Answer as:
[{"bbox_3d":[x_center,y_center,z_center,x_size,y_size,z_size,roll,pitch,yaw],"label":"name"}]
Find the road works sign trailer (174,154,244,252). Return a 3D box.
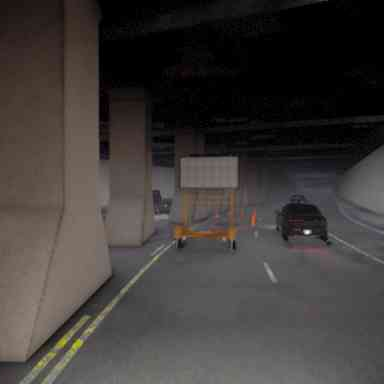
[{"bbox_3d":[0.699,0.294,13.275,2.380,3.560,2.880,0,1,12],"label":"road works sign trailer"}]

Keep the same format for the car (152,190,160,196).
[{"bbox_3d":[-4.879,0.800,33.129,2.150,2.045,5.566,0,1,19],"label":"car"}]

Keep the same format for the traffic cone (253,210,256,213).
[{"bbox_3d":[4.018,1.676,21.790,0.340,0.580,0.340,0,1,12],"label":"traffic cone"}]

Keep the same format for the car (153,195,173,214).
[{"bbox_3d":[-2.202,1.217,30.156,1.895,1.301,4.718,0,1,19],"label":"car"}]

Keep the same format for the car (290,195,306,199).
[{"bbox_3d":[11.724,1.076,36.745,2.033,1.411,5.357,0,1,22],"label":"car"}]

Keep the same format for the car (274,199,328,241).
[{"bbox_3d":[5.062,1.303,15.686,1.837,1.490,4.892,0,1,10],"label":"car"}]

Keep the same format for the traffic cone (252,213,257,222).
[{"bbox_3d":[3.604,1.701,19.834,0.340,0.580,0.340,0,1,12],"label":"traffic cone"}]
